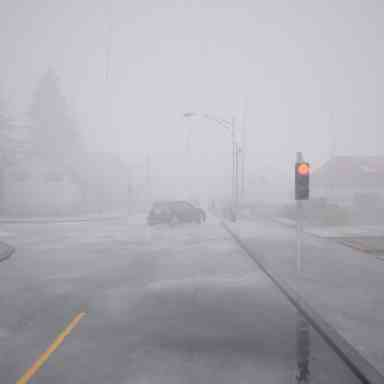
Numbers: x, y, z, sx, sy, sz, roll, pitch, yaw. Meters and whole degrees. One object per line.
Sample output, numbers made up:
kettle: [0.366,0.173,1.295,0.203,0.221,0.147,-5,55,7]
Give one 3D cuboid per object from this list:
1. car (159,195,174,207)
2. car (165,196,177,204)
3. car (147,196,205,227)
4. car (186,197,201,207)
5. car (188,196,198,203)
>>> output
car: [-3.943,1.351,52.280,2.097,1.767,4.553,0,0,0]
car: [-3.879,1.476,62.353,1.882,1.535,5.008,0,0,1]
car: [-0.980,1.352,22.889,2.097,1.767,4.553,-1,0,36]
car: [0.248,1.490,51.369,2.128,1.511,4.902,0,0,0]
car: [0.222,1.743,77.176,2.128,1.511,4.902,0,0,0]
